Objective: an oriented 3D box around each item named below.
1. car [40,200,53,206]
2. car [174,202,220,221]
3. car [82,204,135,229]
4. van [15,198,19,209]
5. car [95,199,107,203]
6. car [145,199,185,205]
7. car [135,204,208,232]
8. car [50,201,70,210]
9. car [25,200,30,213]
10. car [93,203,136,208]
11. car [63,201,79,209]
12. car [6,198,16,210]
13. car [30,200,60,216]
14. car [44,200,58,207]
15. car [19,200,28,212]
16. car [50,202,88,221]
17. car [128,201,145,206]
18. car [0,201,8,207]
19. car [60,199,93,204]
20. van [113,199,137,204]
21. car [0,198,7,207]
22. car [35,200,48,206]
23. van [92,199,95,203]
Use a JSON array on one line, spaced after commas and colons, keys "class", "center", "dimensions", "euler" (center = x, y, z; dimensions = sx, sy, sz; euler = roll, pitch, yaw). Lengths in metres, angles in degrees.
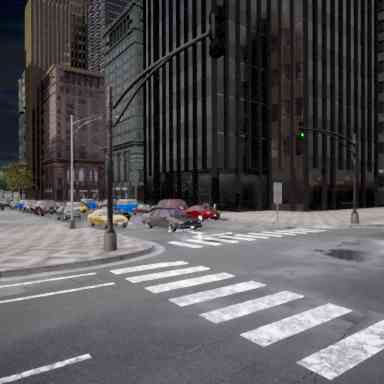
[{"class": "car", "center": [-34.769, 2.661, 79.181], "dimensions": [1.947, 1.339, 4.313], "euler": [-1, 0, -35]}, {"class": "car", "center": [0.615, 1.829, 29.499], "dimensions": [1.887, 1.381, 4.507], "euler": [-1, 0, -35]}, {"class": "car", "center": [-6.239, 1.844, 24.422], "dimensions": [1.752, 1.417, 4.829], "euler": [-1, 0, -35]}, {"class": "van", "center": [-26.181, 2.123, 52.419], "dimensions": [1.690, 1.788, 3.998], "euler": [-1, 0, -35]}, {"class": "car", "center": [-11.175, 1.876, 46.087], "dimensions": [2.192, 1.841, 5.009], "euler": [-1, 0, -35]}, {"class": "car", "center": [-2.336, 1.669, 33.646], "dimensions": [2.192, 1.841, 5.009], "euler": [-1, 0, -35]}, {"class": "car", "center": [-1.529, 1.795, 22.414], "dimensions": [2.033, 1.411, 5.357], "euler": [0, -1, -36]}, {"class": "car", "center": [-23.051, 2.341, 57.981], "dimensions": [2.033, 1.411, 5.357], "euler": [0, -1, -35]}, {"class": "car", "center": [-20.509, 2.196, 44.460], "dimensions": [1.887, 1.381, 4.507], "euler": [-1, 0, -35]}, {"class": "car", "center": [-7.303, 1.984, 30.525], "dimensions": [1.895, 1.301, 4.718], "euler": [0, -1, -35]}, {"class": "car", "center": [-22.697, 2.408, 62.230], "dimensions": [1.802, 1.307, 4.206], "euler": [-1, 0, -35]}, {"class": "car", "center": [-31.951, 2.354, 60.524], "dimensions": [1.967, 1.590, 4.097], "euler": [-1, 0, -35]}, {"class": "car", "center": [-17.679, 1.901, 40.480], "dimensions": [2.192, 1.841, 5.009], "euler": [-1, 0, -35]}, {"class": "car", "center": [-31.751, 2.596, 74.942], "dimensions": [1.947, 1.339, 4.313], "euler": [-1, 0, -35]}, {"class": "car", "center": [-23.345, 2.157, 48.439], "dimensions": [1.967, 1.590, 4.097], "euler": [-1, 0, -35]}, {"class": "car", "center": [-12.005, 2.004, 32.520], "dimensions": [2.008, 1.369, 4.403], "euler": [-1, 0, -35]}, {"class": "car", "center": [-5.277, 2.005, 37.793], "dimensions": [1.802, 1.307, 4.206], "euler": [-1, 0, -35]}, {"class": "car", "center": [-44.426, 2.771, 78.045], "dimensions": [1.802, 1.307, 4.206], "euler": [-1, 0, -35]}, {"class": "car", "center": [-13.870, 2.015, 39.763], "dimensions": [1.882, 1.535, 5.008], "euler": [0, 0, -35]}, {"class": "van", "center": [-8.229, 1.833, 41.940], "dimensions": [1.690, 1.788, 3.998], "euler": [-1, 0, -35]}, {"class": "car", "center": [-41.308, 2.667, 73.665], "dimensions": [1.887, 1.381, 4.507], "euler": [-1, 0, -35]}, {"class": "car", "center": [-37.787, 2.711, 83.418], "dimensions": [2.008, 1.369, 4.403], "euler": [-1, 0, -35]}, {"class": "van", "center": [-17.067, 2.038, 54.381], "dimensions": [1.690, 1.788, 3.998], "euler": [-1, 0, -35]}]
